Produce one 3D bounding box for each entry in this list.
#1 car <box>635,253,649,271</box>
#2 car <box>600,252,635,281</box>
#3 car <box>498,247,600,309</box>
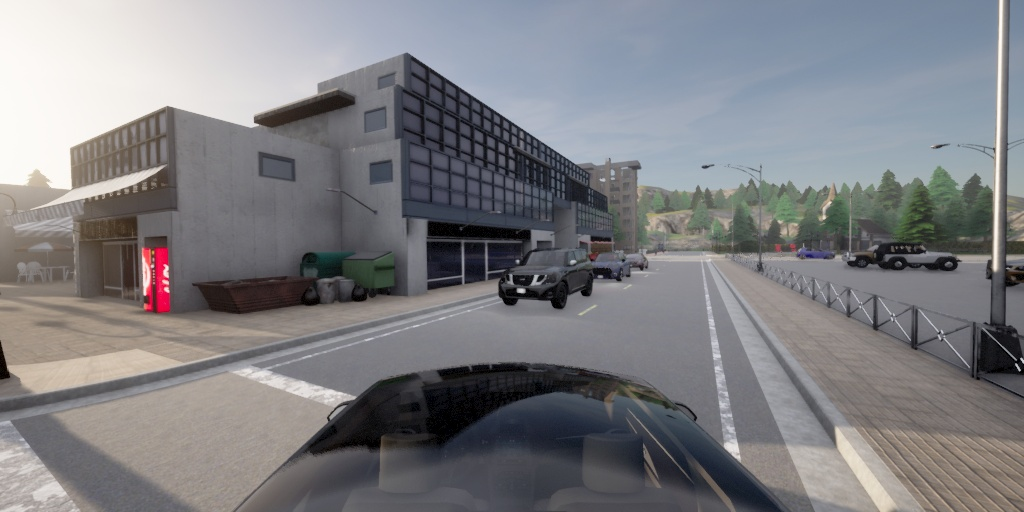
[{"bbox_3d":[10.870,0.460,31.716,1.812,1.442,4.674,0,2,28],"label":"car"},{"bbox_3d":[6.124,0.560,22.651,2.097,1.767,4.553,0,2,28],"label":"car"},{"bbox_3d":[1.566,0.693,13.935,2.150,2.045,5.566,0,1,28],"label":"car"}]
